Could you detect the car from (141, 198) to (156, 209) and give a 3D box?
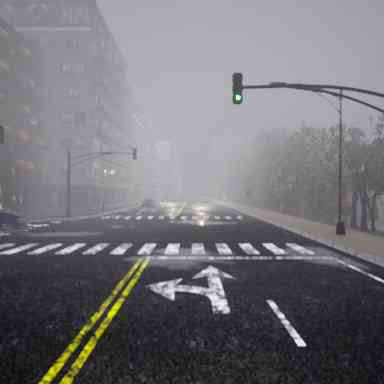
[{"bbox_3d":[-6.464,1.730,49.738,1.882,1.535,5.008,0,1,0],"label":"car"}]

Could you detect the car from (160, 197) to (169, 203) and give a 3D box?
[{"bbox_3d":[-6.444,1.875,80.208,1.812,1.442,4.674,0,0,0],"label":"car"}]

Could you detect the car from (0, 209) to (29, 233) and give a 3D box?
[{"bbox_3d":[-12.491,1.792,20.210,4.674,1.442,1.812,-1,2,-19],"label":"car"}]
